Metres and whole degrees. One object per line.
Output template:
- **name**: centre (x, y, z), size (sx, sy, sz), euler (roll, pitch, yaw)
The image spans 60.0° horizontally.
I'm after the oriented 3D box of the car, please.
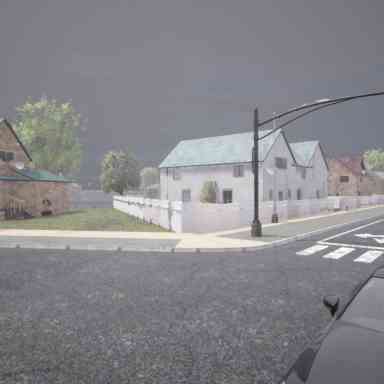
- **car**: centre (2.542, 1.524, 3.432), size (1.812, 1.442, 4.674), euler (0, 0, 42)
